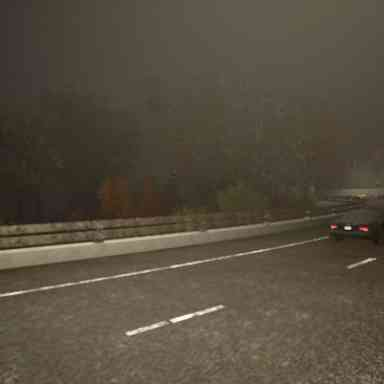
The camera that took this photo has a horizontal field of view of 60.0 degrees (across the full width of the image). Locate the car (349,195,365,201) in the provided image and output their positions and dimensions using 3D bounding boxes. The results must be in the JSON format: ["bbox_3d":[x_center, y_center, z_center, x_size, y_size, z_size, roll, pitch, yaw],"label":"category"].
[{"bbox_3d":[39.886,1.544,82.018,2.128,1.511,4.902,0,0,3],"label":"car"}]

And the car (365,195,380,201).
[{"bbox_3d":[43.371,1.481,81.699,1.882,1.535,5.008,0,0,3],"label":"car"}]

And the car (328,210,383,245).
[{"bbox_3d":[8.316,1.556,15.684,5.357,1.411,2.033,0,0,-45],"label":"car"}]

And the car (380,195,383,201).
[{"bbox_3d":[46.892,1.367,81.770,2.128,1.511,4.902,0,0,3],"label":"car"}]
